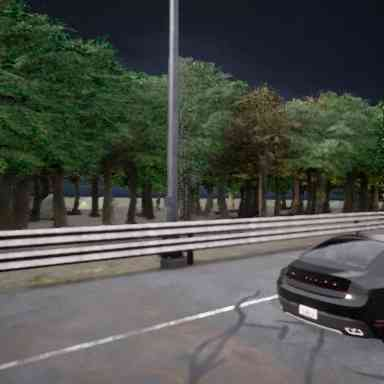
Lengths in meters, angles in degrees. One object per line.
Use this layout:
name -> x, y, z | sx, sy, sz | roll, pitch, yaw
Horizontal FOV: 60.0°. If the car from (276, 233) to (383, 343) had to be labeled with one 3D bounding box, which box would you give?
car -> 3.711, 1.569, 6.385 | 4.892, 1.490, 1.837 | 1, 0, -35
